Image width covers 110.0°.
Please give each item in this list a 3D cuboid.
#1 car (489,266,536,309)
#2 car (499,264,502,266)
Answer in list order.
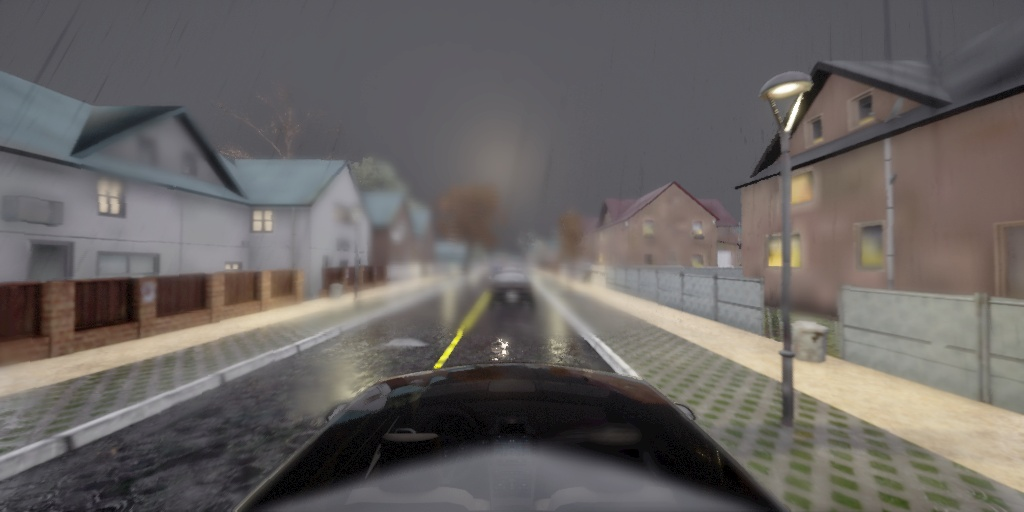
[{"bbox_3d":[0.034,1.392,16.092,1.882,1.535,5.008,0,0,1],"label":"car"},{"bbox_3d":[0.037,1.589,31.106,1.882,1.535,5.008,0,-1,1],"label":"car"}]
